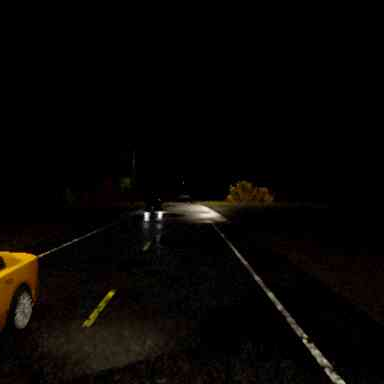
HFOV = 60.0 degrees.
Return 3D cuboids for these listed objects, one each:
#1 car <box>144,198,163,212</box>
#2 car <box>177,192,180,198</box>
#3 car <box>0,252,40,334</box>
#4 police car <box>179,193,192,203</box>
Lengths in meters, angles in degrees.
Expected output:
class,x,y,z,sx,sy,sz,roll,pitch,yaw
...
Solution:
class,x,y,z,sx,sy,sz,roll,pitch,yaw
car,-4.414,1.479,38.732,1.837,1.490,4.892,0,0,-2
car,-2.012,1.354,81.264,1.882,1.535,5.008,0,0,-3
car,-3.627,1.477,3.893,1.882,1.535,5.008,0,0,0
police car,-1.127,1.342,65.399,1.930,1.638,5.238,0,0,-3
